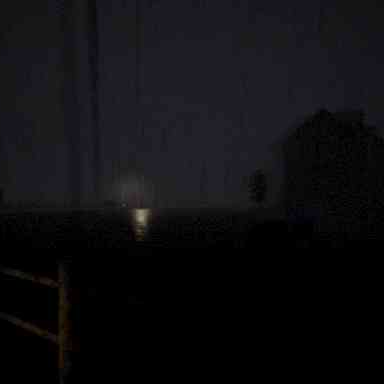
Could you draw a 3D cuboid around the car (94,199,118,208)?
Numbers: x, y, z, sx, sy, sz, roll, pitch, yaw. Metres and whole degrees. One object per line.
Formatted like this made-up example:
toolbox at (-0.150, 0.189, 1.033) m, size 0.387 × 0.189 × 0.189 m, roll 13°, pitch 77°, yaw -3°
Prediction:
car at (-16.693, 2.196, 64.599) m, size 2.097 × 1.767 × 4.553 m, roll 0°, pitch -1°, yaw 36°
